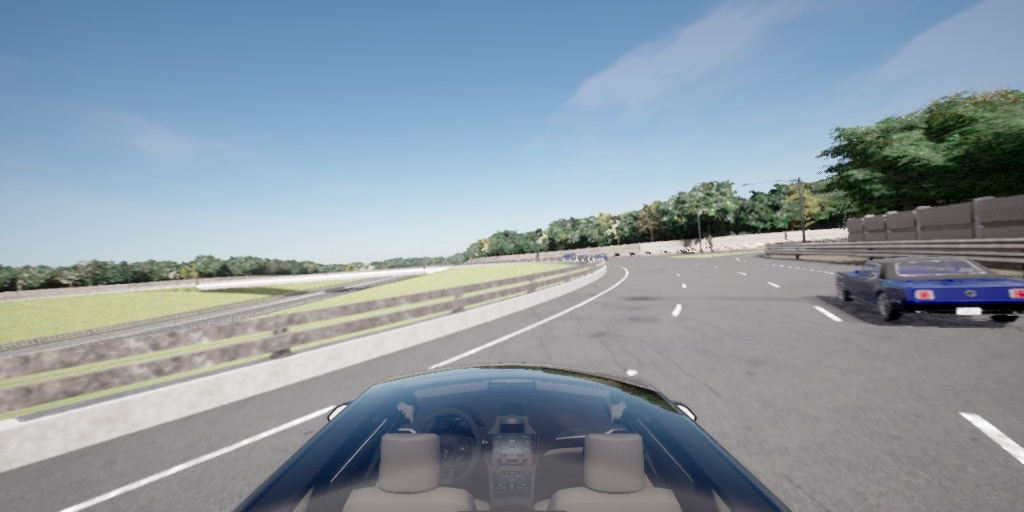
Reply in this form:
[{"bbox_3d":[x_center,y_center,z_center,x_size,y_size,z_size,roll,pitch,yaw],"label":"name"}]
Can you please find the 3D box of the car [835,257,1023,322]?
[{"bbox_3d":[9.637,0.681,8.695,1.895,1.301,4.718,-4,0,29],"label":"car"}]
